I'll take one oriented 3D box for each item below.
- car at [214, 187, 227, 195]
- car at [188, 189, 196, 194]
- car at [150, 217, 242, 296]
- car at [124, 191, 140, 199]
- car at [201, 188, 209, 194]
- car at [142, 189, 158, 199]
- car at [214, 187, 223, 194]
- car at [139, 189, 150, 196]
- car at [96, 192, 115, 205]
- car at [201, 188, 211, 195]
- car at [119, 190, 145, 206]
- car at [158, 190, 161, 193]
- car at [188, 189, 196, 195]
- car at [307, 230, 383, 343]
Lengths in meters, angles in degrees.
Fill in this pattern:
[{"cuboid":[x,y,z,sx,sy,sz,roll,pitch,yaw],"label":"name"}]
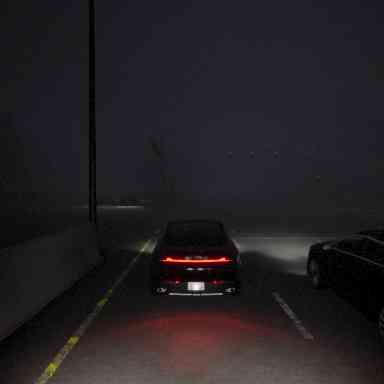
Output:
[{"cuboid":[7.016,-0.160,79.071,2.097,1.767,4.553,0,1,0],"label":"car"},{"cuboid":[0.018,-0.153,88.271,2.033,1.411,5.357,0,1,0],"label":"car"},{"cuboid":[0.078,1.379,8.325,1.837,1.490,4.892,0,1,0],"label":"car"},{"cuboid":[-10.565,0.492,58.598,1.895,1.301,4.718,0,1,0],"label":"car"},{"cuboid":[3.520,-0.243,90.818,1.837,1.490,4.892,0,1,1],"label":"car"},{"cuboid":[-7.077,0.502,54.258,1.812,1.442,4.674,0,1,0],"label":"car"},{"cuboid":[7.018,-0.448,88.238,2.097,1.767,4.553,0,1,0],"label":"car"},{"cuboid":[-10.485,0.116,73.791,1.812,1.442,4.674,0,1,0],"label":"car"},{"cuboid":[-10.592,0.735,39.955,1.882,1.535,5.008,0,1,0],"label":"car"},{"cuboid":[3.517,-0.169,79.703,2.097,1.767,4.553,0,1,0],"label":"car"},{"cuboid":[-7.092,0.851,38.529,1.994,1.385,4.181,0,1,0],"label":"car"},{"cuboid":[-6.986,0.280,69.078,1.895,1.301,4.718,0,1,0],"label":"car"},{"cuboid":[0.018,0.034,77.968,2.128,1.511,4.902,0,1,0],"label":"car"},{"cuboid":[3.567,1.413,5.814,2.128,1.511,4.902,0,1,0],"label":"car"}]
